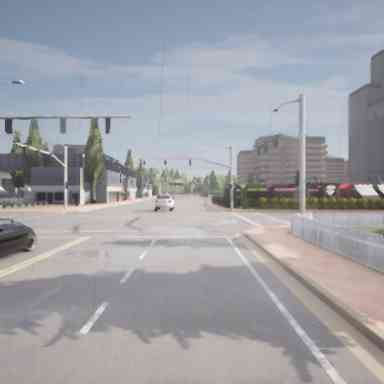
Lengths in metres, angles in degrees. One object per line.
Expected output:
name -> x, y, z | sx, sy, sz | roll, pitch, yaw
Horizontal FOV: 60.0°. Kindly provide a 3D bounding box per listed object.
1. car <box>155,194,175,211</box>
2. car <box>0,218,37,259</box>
car -> -3.399, 1.278, 41.854 | 2.150, 2.045, 5.566 | 0, 0, 0
car -> -6.999, 1.579, 11.215 | 1.994, 1.385, 4.181 | 0, 0, 0
